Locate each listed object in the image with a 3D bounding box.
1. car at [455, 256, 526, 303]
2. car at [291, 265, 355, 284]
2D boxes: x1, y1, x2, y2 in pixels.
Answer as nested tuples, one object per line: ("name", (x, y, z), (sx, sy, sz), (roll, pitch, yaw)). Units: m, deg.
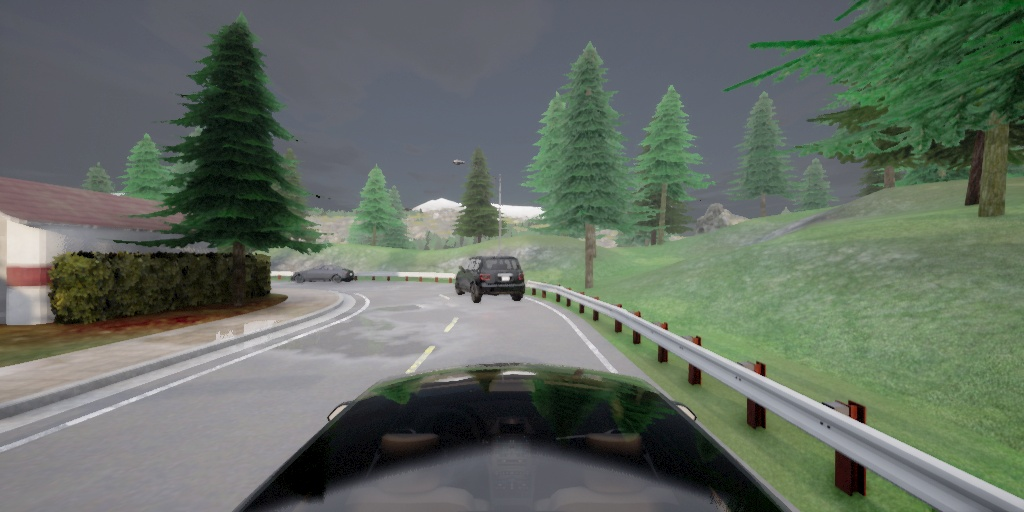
("car", (-1.190, 1.008, 17.008), (2.150, 2.045, 5.566), (0, 0, -20))
("car", (-13.942, 1.334, 26.570), (4.181, 1.385, 1.994), (0, 0, 0))
